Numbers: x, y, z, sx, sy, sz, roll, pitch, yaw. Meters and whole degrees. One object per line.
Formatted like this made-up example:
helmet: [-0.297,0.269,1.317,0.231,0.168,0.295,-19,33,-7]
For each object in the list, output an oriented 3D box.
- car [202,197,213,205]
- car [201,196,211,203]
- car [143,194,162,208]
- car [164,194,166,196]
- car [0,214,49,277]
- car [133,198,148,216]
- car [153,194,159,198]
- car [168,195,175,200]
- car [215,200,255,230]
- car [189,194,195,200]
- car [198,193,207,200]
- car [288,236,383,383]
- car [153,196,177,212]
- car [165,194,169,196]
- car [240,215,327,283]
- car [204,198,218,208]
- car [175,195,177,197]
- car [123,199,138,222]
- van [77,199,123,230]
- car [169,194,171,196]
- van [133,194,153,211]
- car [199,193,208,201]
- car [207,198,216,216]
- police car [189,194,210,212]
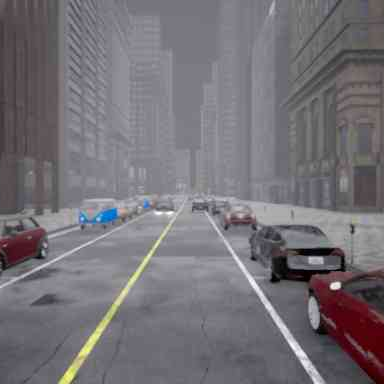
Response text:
car: [2.767,1.534,60.215,1.802,1.307,4.206,0,0,0]
car: [2.767,1.532,65.852,1.802,1.307,4.206,0,0,0]
car: [-5.761,1.274,48.937,2.192,1.841,5.009,0,0,0]
car: [-5.759,1.521,54.574,1.947,1.339,4.313,0,0,0]
car: [-5.764,1.430,9.481,1.967,1.590,4.097,0,0,0]
car: [-5.762,1.520,32.027,2.008,1.369,4.403,0,0,0]
car: [-5.761,1.402,43.300,1.967,1.590,4.097,0,0,0]
car: [-5.755,1.516,94.030,1.947,1.339,4.313,0,0,0]
car: [2.762,1.419,20.760,1.967,1.590,4.097,0,0,0]
car: [0.010,1.352,91.123,1.837,1.490,4.892,0,0,0]
car: [2.768,1.264,88.396,2.192,1.841,5.009,0,0,0]
car: [2.761,1.541,3.853,1.887,1.381,4.507,0,0,0]
car: [-3.088,1.529,38.349,1.994,1.385,4.181,0,0,0]
car: [-5.758,1.518,60.211,1.947,1.339,4.313,0,0,0]
car: [2.761,1.556,9.489,1.947,1.339,4.313,0,0,0]
car: [2.765,1.541,48.943,1.802,1.307,4.206,0,0,0]
car: [-5.756,1.531,88.394,1.802,1.307,4.206,0,0,0]
car: [-5.762,1.499,26.221,1.752,1.417,4.829,0,0,0]
van: [-5.763,1.319,20.754,1.690,1.788,3.998,0,0,0]
car: [-5.758,1.501,65.847,2.008,1.369,4.403,0,0,0]
van: [-5.762,1.306,37.664,1.690,1.788,3.998,0,0,0]
car: [2.767,1.263,82.759,2.192,1.841,5.009,0,0,0]
car: [2.763,1.535,32.033,1.947,1.339,4.313,0,0,0]
police car: [0.904,1.391,37.751,1.930,1.638,5.238,0,0,0]
